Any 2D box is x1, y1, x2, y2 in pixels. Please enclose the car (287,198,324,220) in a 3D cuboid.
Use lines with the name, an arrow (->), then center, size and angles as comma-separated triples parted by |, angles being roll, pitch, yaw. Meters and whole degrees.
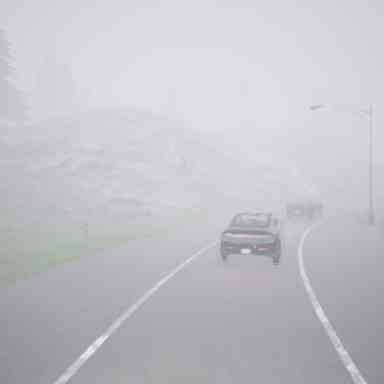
car -> 8.766, 1.171, 25.622 | 1.882, 1.535, 5.008 | 0, 2, 33

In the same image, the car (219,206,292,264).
car -> 2.280, 1.465, 11.829 | 2.128, 1.511, 4.902 | 0, 0, 18
